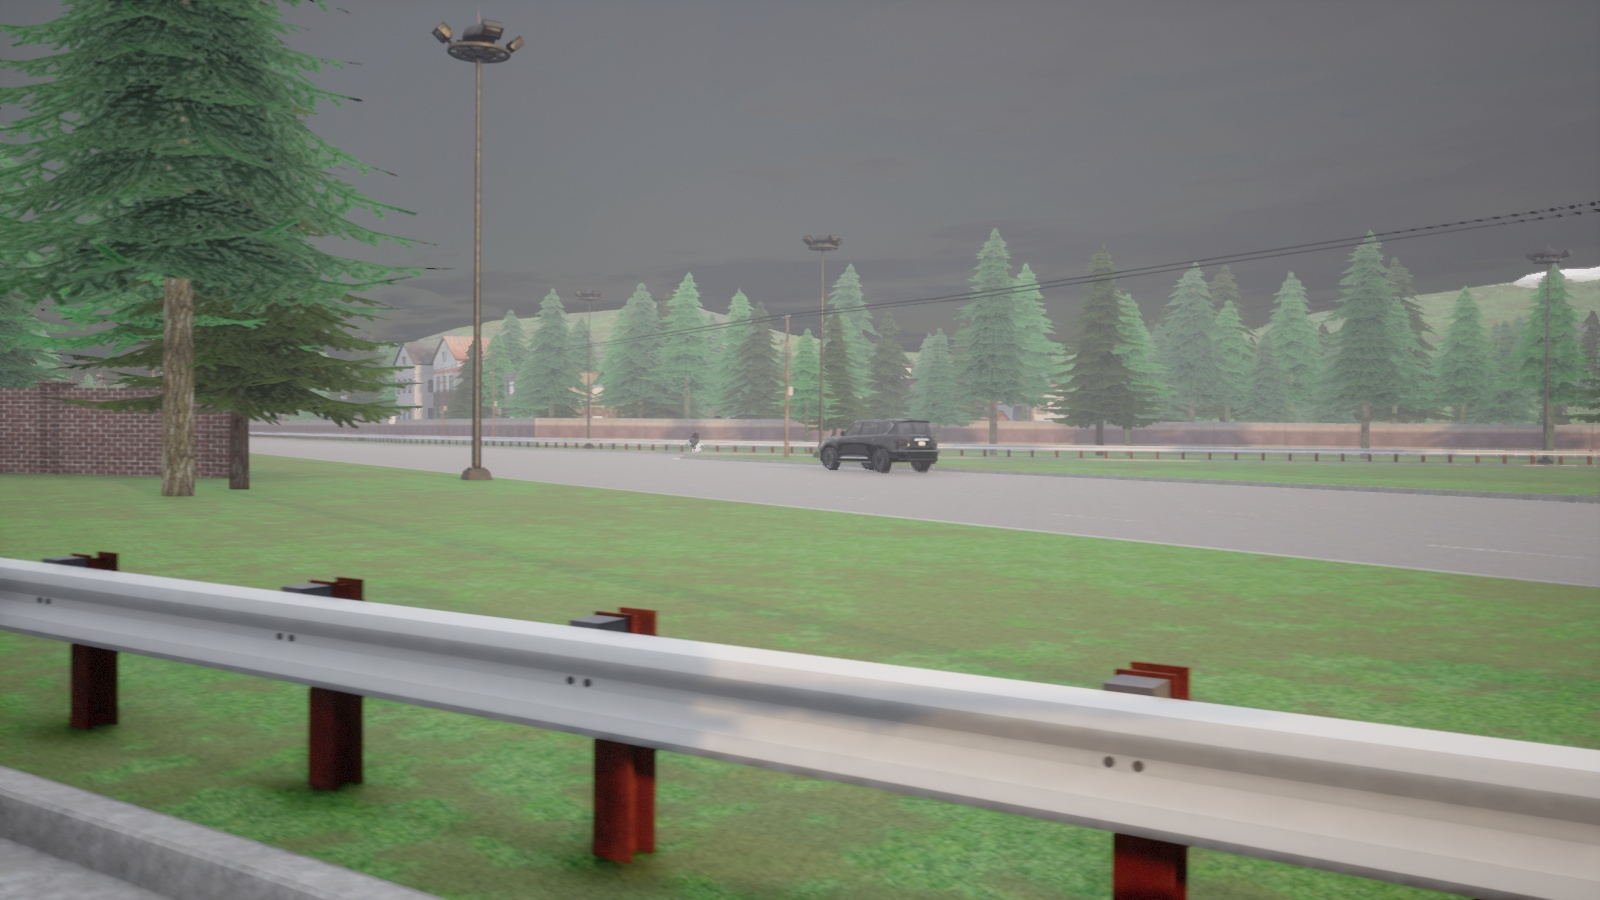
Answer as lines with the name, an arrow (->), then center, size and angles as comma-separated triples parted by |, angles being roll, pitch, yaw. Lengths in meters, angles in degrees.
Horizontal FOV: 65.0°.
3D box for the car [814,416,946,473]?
car -> 2.985, -0.239, 48.343 | 2.150, 2.045, 5.566 | -1, 1, -33
